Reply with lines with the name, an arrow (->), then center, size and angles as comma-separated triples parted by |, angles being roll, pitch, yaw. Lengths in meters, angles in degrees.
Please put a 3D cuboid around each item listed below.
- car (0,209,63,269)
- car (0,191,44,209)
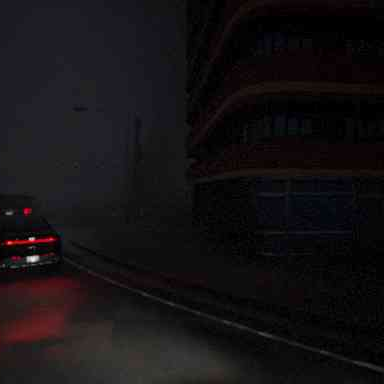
car -> -5.480, 1.463, 10.351 | 1.837, 1.490, 4.892 | 0, -1, -37
car -> -9.961, 1.149, 18.962 | 2.150, 2.045, 5.566 | 0, 0, -21
